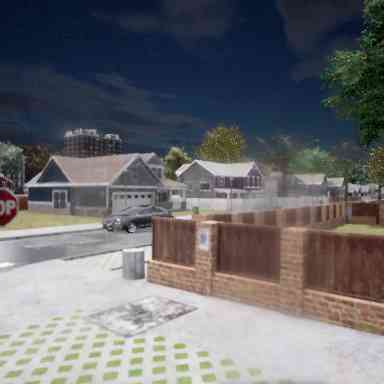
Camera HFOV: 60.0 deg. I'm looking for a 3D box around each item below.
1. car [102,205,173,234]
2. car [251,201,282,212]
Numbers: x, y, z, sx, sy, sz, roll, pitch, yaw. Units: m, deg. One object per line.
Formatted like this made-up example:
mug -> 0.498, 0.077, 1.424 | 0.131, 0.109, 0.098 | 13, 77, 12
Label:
car -> -3.166, 1.585, 20.118 | 1.837, 1.490, 4.892 | 0, 0, 36
car -> 8.034, 1.705, 35.540 | 1.837, 1.490, 4.892 | 0, 0, 36
